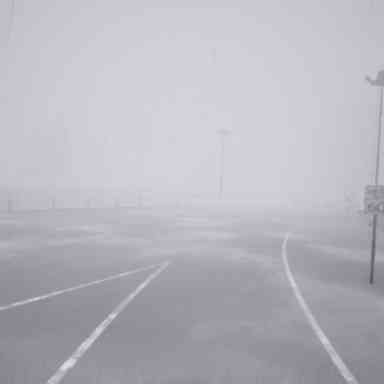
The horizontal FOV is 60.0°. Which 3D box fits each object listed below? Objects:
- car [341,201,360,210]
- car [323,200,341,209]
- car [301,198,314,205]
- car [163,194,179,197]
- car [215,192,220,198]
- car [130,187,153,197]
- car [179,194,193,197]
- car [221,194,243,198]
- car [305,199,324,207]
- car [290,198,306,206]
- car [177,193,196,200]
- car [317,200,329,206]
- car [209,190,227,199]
[{"bbox_3d":[32.011,2.855,67.152,1.994,1.385,4.181,3,0,31],"label":"car"},{"bbox_3d":[29.047,2.653,69.002,1.812,1.442,4.674,3,0,31],"label":"car"},{"bbox_3d":[28.291,2.395,81.187,1.837,1.490,4.892,3,0,31],"label":"car"},{"bbox_3d":[-2.992,0.946,56.826,1.895,1.301,4.718,3,0,32],"label":"car"},{"bbox_3d":[5.191,1.293,70.153,1.812,1.442,4.674,3,0,31],"label":"car"},{"bbox_3d":[-9.287,0.191,59.864,2.150,2.045,5.566,3,0,32],"label":"car"},{"bbox_3d":[0.394,1.047,55.667,1.837,1.490,4.892,3,0,32],"label":"car"},{"bbox_3d":[8.442,1.498,68.772,2.033,1.411,5.357,3,0,31],"label":"car"},{"bbox_3d":[26.063,2.478,70.825,1.812,1.442,4.674,3,0,31],"label":"car"},{"bbox_3d":[23.074,2.133,72.621,2.097,1.767,4.553,3,0,31],"label":"car"},{"bbox_3d":[-1.164,0.950,73.162,1.994,1.385,4.181,3,0,31],"label":"car"},{"bbox_3d":[31.271,2.622,79.365,1.994,1.385,4.181,3,0,31],"label":"car"},{"bbox_3d":[6.834,0.696,86.232,2.150,2.045,5.566,3,0,31],"label":"car"}]
